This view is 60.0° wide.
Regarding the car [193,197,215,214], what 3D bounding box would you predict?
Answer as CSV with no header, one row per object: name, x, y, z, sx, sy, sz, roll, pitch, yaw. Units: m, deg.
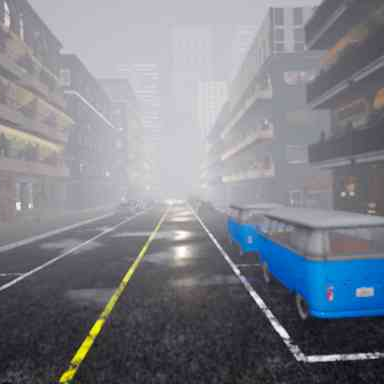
car,1.424,1.516,34.802,1.802,1.307,4.206,-3,0,-2

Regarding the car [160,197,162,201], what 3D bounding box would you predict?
car,-8.904,1.810,84.885,1.802,1.307,4.206,-3,0,-2

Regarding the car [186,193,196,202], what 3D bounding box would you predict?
car,-0.327,1.280,79.584,2.192,1.841,5.009,-3,0,-2

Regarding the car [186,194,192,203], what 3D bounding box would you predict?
car,0.542,1.264,57.193,2.192,1.841,5.009,-3,0,-2

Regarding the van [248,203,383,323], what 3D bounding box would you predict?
van,2.501,1.259,6.811,1.690,1.788,3.998,-3,0,-2

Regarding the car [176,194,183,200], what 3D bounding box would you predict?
car,-3.453,1.639,91.321,1.895,1.301,4.718,-2,0,-2

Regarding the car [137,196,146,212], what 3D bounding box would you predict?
car,-7.138,1.637,40.104,1.967,1.590,4.097,-3,0,-2

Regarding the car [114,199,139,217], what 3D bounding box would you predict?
car,-6.914,1.775,34.506,1.802,1.307,4.206,-3,0,-2

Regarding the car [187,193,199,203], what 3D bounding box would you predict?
car,0.107,1.272,68.388,2.192,1.841,5.009,-3,0,-2

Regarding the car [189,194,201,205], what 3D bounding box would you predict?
car,0.980,1.467,46.167,1.752,1.417,4.829,-3,0,-2

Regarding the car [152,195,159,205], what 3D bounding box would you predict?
car,-8.036,1.527,62.494,2.192,1.841,5.009,-3,0,-2

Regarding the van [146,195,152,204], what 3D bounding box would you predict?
van,-7.577,1.545,51.299,1.690,1.788,3.998,-3,0,-2

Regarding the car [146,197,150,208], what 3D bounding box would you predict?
car,-7.350,1.751,45.702,2.008,1.369,4.403,-3,0,-2

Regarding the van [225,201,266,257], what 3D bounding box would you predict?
van,2.284,1.262,12.410,1.690,1.788,3.998,-3,0,-2

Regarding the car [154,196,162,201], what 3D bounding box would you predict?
car,-9.122,1.814,90.483,1.802,1.307,4.206,-3,0,-2
